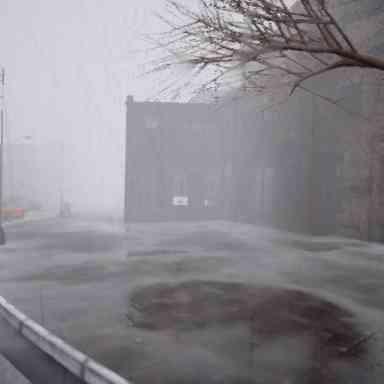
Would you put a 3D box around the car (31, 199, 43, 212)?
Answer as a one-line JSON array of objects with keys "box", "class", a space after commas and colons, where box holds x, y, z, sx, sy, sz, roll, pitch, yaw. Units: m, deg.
[{"box": [-20.356, 1.638, 41.198, 2.097, 1.767, 4.553, 1, -1, 2], "class": "car"}]

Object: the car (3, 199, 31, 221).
[{"box": [-16.301, 1.554, 29.169, 2.097, 1.767, 4.553, 1, -1, -7], "class": "car"}]
